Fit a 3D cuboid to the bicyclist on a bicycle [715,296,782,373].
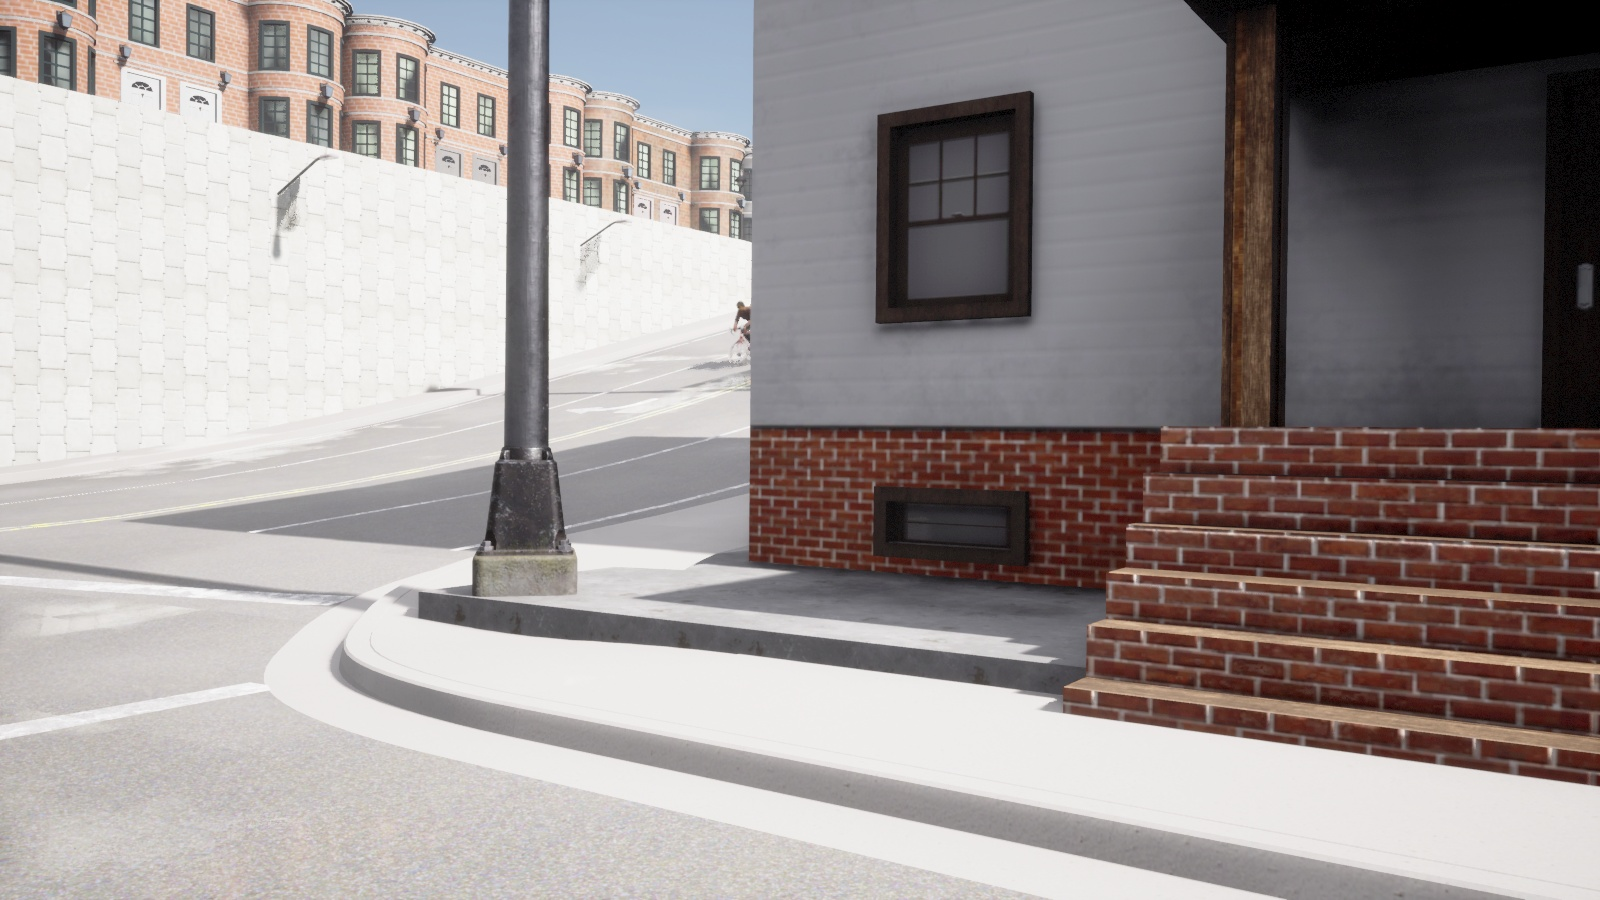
[{"bbox_3d":[-1.274,-2.910,31.439,0.582,1.620,1.656,0,14,34],"label":"bicyclist on a bicycle"}]
